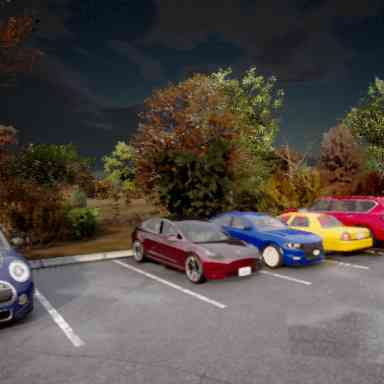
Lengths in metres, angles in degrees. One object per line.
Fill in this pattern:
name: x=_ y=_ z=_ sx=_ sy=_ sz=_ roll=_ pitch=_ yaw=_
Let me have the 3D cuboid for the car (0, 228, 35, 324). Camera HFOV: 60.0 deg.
car: x=-4.683 y=1.354 z=6.758 sx=2.185 sy=1.767 sz=4.553 roll=0 pitch=0 yaw=-36

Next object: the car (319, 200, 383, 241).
car: x=8.948 y=1.331 z=16.421 sx=2.185 sy=1.767 sz=4.553 roll=0 pitch=0 yaw=-36

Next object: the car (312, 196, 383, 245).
car: x=6.546 y=1.210 z=14.778 sx=2.435 sy=2.045 sz=5.566 roll=0 pitch=0 yaw=-36

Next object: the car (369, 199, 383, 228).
car: x=13.342 y=1.323 z=19.638 sx=2.185 sy=1.767 sz=4.553 roll=0 pitch=0 yaw=-36

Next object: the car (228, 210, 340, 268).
car: x=2.130 y=1.469 z=11.594 sx=2.097 sy=1.535 sz=5.008 roll=0 pitch=0 yaw=-36

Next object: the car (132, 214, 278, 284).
car: x=-0.117 y=1.502 z=9.946 sx=2.163 sy=1.488 sz=4.792 roll=0 pitch=0 yaw=-36

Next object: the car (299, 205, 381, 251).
car: x=4.189 y=1.462 z=13.287 sx=1.946 sy=1.575 sz=5.366 roll=0 pitch=0 yaw=-36
